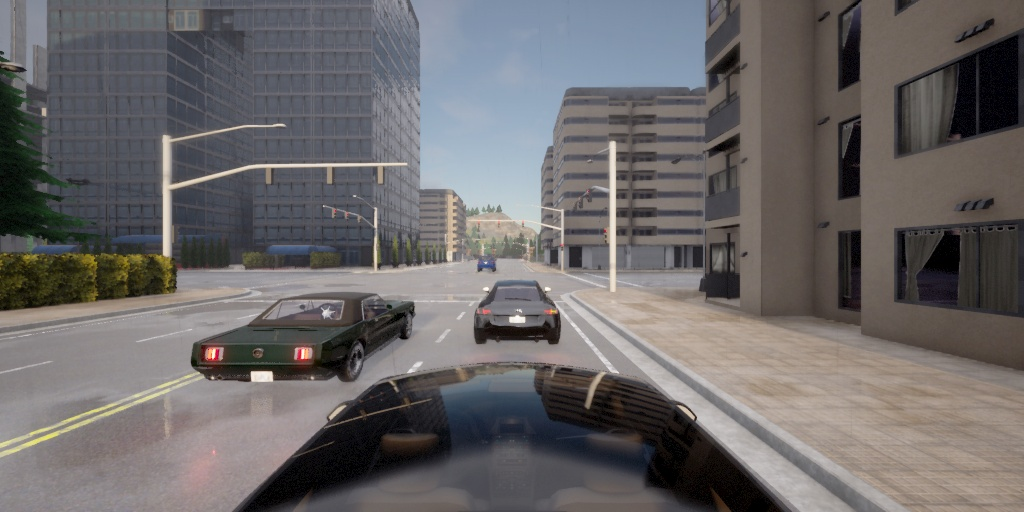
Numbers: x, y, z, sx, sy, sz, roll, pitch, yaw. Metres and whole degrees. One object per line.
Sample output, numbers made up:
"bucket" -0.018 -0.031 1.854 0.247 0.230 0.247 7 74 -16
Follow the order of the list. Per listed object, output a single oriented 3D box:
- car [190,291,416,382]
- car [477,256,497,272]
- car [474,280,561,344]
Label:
"car" -3.380 1.351 7.094 1.895 1.301 4.718 0 0 0
"car" -3.198 0.971 46.219 2.150 2.045 5.566 0 0 0
"car" 0.132 1.314 9.571 1.994 1.385 4.181 0 0 1
